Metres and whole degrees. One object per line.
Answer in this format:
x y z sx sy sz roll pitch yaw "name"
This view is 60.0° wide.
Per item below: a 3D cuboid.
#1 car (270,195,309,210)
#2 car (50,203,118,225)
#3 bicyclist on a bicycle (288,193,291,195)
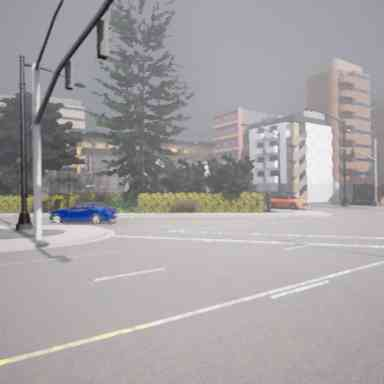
11.028 1.101 37.867 2.097 1.767 4.553 -1 0 -35 "car"
-8.052 1.558 24.712 5.008 1.535 1.882 -1 0 10 "car"
13.797 0.957 46.990 1.656 1.620 0.582 -1 1 -35 "bicyclist on a bicycle"
